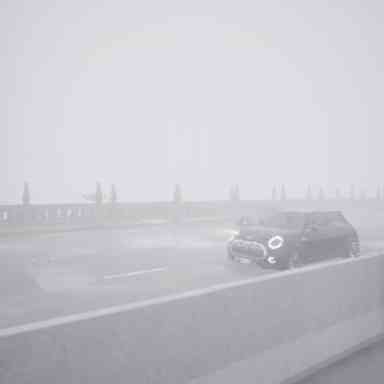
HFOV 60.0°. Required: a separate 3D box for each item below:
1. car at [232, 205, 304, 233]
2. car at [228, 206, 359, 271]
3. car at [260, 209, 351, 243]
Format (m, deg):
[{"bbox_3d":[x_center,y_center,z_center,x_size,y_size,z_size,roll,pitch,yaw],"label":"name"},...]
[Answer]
[{"bbox_3d":[4.663,1.552,20.184,4.181,1.385,1.994,0,0,-35],"label":"car"},{"bbox_3d":[3.313,1.345,10.642,4.553,1.767,2.097,0,0,-35],"label":"car"},{"bbox_3d":[5.766,1.590,16.684,4.718,1.301,1.895,0,0,-35],"label":"car"}]
